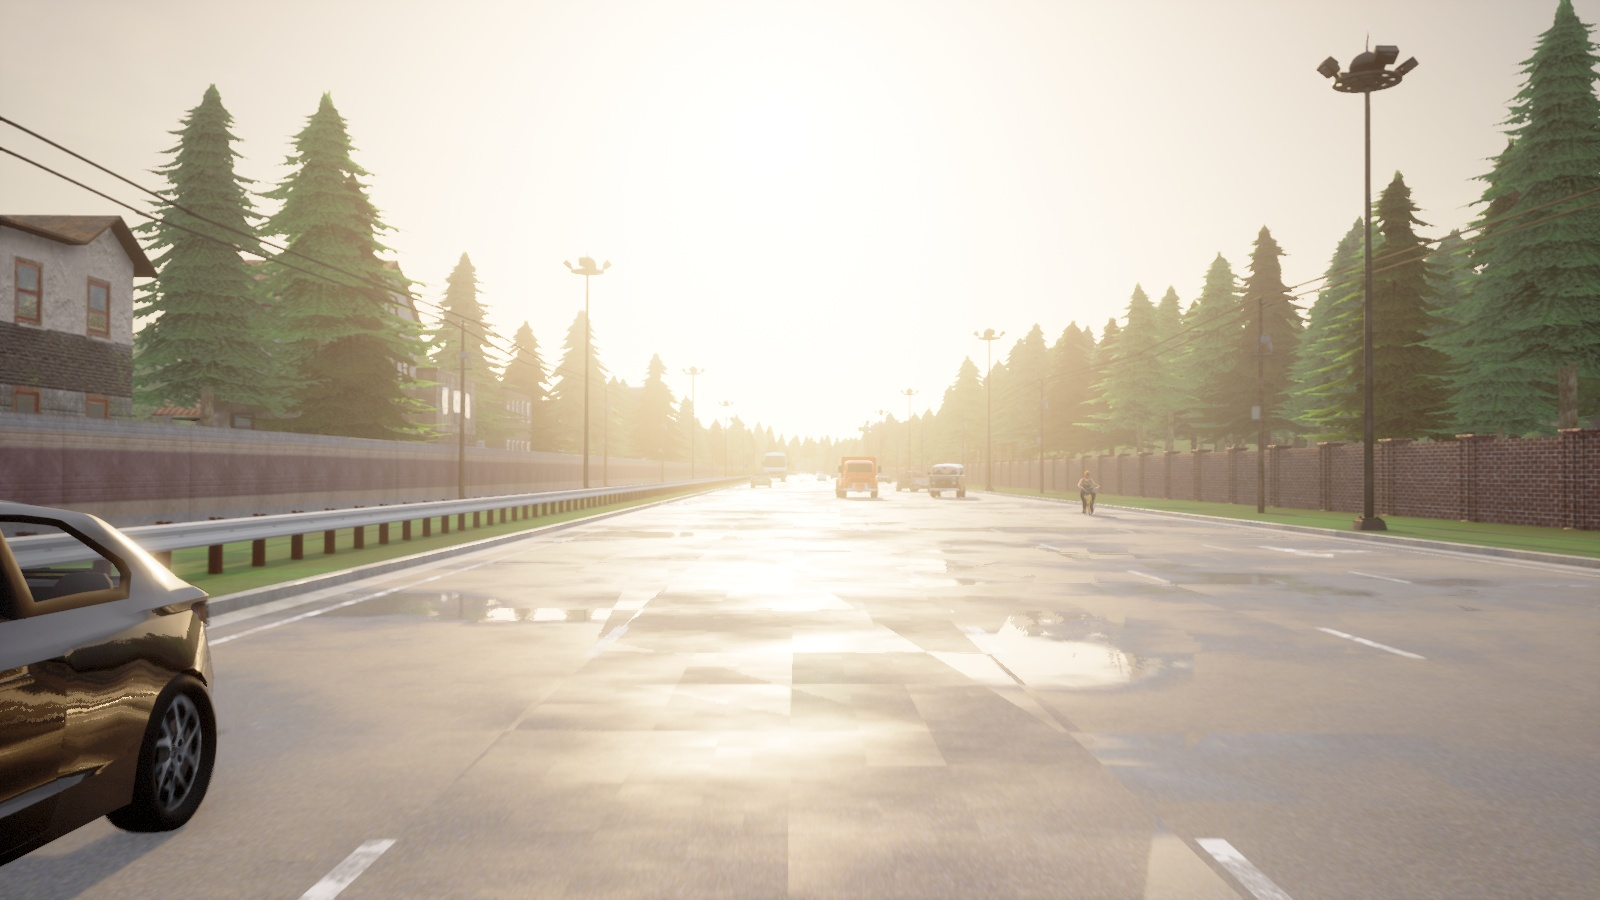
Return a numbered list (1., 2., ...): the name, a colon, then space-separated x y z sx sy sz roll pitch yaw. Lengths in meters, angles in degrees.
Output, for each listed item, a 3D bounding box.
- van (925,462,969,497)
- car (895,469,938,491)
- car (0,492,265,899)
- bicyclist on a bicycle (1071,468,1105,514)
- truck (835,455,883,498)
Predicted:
1. van: 8.910 1.774 75.681 2.069 2.038 4.480 0 -1 14
2. car: 8.970 2.309 97.160 1.851 1.617 3.988 0 -1 -19
3. car: -3.507 0.910 4.030 1.816 1.474 4.193 0 -1 0
4. bicyclist on a bicycle: 10.480 1.477 45.725 0.866 1.612 1.509 0 -1 0
5. truck: 3.458 1.573 74.970 2.627 2.467 5.204 0 -1 0
